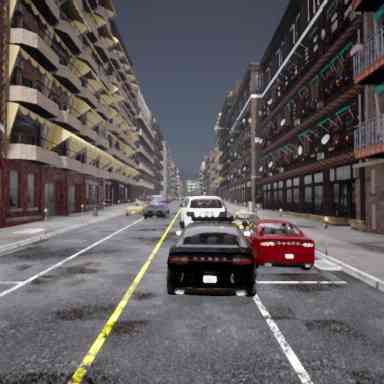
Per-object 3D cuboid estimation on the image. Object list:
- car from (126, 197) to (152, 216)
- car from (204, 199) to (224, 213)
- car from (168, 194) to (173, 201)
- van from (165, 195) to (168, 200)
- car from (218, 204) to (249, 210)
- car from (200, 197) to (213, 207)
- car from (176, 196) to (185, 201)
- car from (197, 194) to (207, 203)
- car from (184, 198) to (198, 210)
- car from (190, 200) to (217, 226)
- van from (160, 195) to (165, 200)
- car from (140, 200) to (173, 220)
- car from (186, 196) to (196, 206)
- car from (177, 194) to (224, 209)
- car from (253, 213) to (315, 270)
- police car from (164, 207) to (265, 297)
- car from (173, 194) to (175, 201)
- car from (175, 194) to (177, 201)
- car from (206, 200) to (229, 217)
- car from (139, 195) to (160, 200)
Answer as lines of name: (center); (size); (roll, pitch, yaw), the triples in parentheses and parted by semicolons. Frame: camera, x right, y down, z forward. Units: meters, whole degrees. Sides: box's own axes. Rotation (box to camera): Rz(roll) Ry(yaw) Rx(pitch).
car: (-5.393, 1.566, 32.934); (1.752, 1.417, 4.829); (2, 0, 0)
car: (2.470, 1.602, 38.596); (2.008, 1.369, 4.403); (1, 0, 0)
car: (-5.487, 1.450, 66.287); (2.192, 1.841, 5.009); (1, 0, 0)
van: (-5.455, 1.437, 55.227); (1.690, 1.788, 3.998); (1, 0, 0)
car: (2.536, 1.538, 16.644); (1.752, 1.417, 4.829); (1, 0, 0)
car: (2.421, 1.641, 55.188); (1.887, 1.381, 4.507); (1, 0, 0)
car: (-3.013, 1.723, 89.067); (2.128, 1.511, 4.902); (0, 0, 0)
car: (2.326, 1.492, 77.312); (2.192, 1.841, 5.009); (1, 0, 0)
car: (-0.129, 1.573, 45.620); (1.837, 1.490, 4.892); (0, 0, 0)
car: (0.752, 1.480, 24.799); (1.801, 1.575, 5.366); (0, 0, 0)
van: (-5.437, 1.420, 49.695); (1.690, 1.788, 3.998); (2, 0, 0)
car: (-2.934, 1.632, 28.257); (1.895, 1.301, 4.718); (0, 0, 0)
car: (-0.177, 1.590, 60.152); (1.882, 1.535, 5.008); (0, 0, 0)
car: (0.517, 1.239, 18.577); (2.150, 2.045, 5.566); (0, 0, -4)
car: (2.552, 1.552, 10.942); (1.887, 1.381, 4.507); (1, 0, 0)
police car: (0.547, 1.431, 8.789); (1.930, 1.638, 5.238); (0, 0, 5)
car: (-5.503, 1.471, 71.817); (2.192, 1.841, 5.009); (1, 0, 0)
car: (-5.542, 1.768, 82.879); (1.947, 1.339, 4.313); (1, 0, 0)
car: (2.487, 1.585, 33.064); (1.887, 1.381, 4.507); (1, 0, 0)
car: (-5.404, 1.367, 38.636); (2.192, 1.841, 5.009); (2, 0, 0)
